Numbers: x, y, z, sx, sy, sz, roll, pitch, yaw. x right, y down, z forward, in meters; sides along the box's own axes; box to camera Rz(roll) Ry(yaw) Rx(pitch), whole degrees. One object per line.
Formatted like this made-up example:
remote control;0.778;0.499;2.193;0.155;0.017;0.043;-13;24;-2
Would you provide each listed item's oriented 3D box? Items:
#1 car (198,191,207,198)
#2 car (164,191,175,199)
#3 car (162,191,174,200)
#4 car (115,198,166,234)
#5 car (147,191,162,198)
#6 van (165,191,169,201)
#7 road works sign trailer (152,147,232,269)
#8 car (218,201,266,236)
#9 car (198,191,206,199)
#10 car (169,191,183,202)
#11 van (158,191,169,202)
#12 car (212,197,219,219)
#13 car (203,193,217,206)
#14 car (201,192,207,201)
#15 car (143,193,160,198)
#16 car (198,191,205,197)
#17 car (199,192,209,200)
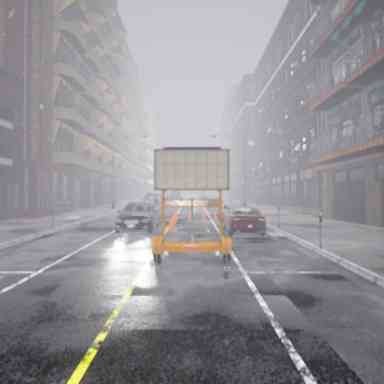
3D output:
car;2.622;0.588;83.430;2.192;1.841;5.009;1;0;0
car;-5.228;0.626;77.965;2.192;1.841;5.009;1;0;0
car;-5.233;0.665;72.435;2.192;1.841;5.009;1;0;0
car;-2.836;1.304;17.963;2.128;1.511;4.902;0;1;0
car;-5.254;0.881;44.785;2.192;1.841;5.009;2;1;0
van;-5.246;0.815;55.843;1.690;1.788;3.998;2;0;0
road works sign trailer;-0.002;0.349;10.736;2.380;3.560;2.880;0;1;0
car;2.597;1.366;17.065;1.887;1.381;4.507;1;1;0
car;2.633;0.976;61.309;1.887;1.381;4.507;1;0;0
car;-2.773;0.675;58.402;2.150;2.045;5.566;0;0;0
van;-5.242;0.772;61.375;1.690;1.788;3.998;1;0;0
car;2.602;1.290;22.766;1.752;1.417;4.829;1;1;0
car;2.615;1.160;39.186;1.887;1.381;4.507;1;1;0
car;2.619;1.117;44.717;2.008;1.369;4.403;1;0;0
car;-5.265;1.142;39.085;1.752;1.417;4.829;2;1;0
car;2.628;0.644;94.494;1.967;1.590;4.097;1;0;0
car;2.652;0.790;72.370;1.967;1.590;4.097;1;0;0
